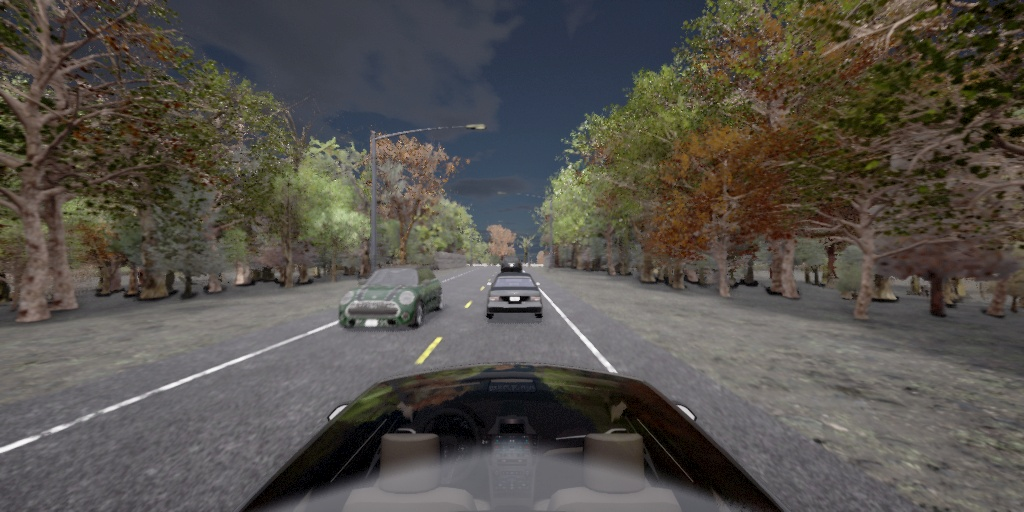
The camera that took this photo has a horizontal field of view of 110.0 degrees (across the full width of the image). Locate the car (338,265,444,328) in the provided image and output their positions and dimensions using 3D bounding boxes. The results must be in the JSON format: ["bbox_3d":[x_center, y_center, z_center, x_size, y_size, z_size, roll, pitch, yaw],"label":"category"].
[{"bbox_3d":[-3.562,1.108,11.362,2.097,1.767,4.553,0,0,0],"label":"car"}]

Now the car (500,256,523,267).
[{"bbox_3d":[-0.057,0.996,36.755,2.150,2.045,5.566,0,0,0],"label":"car"}]

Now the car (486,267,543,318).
[{"bbox_3d":[0.065,1.306,13.017,2.033,1.411,5.357,0,0,0],"label":"car"}]
